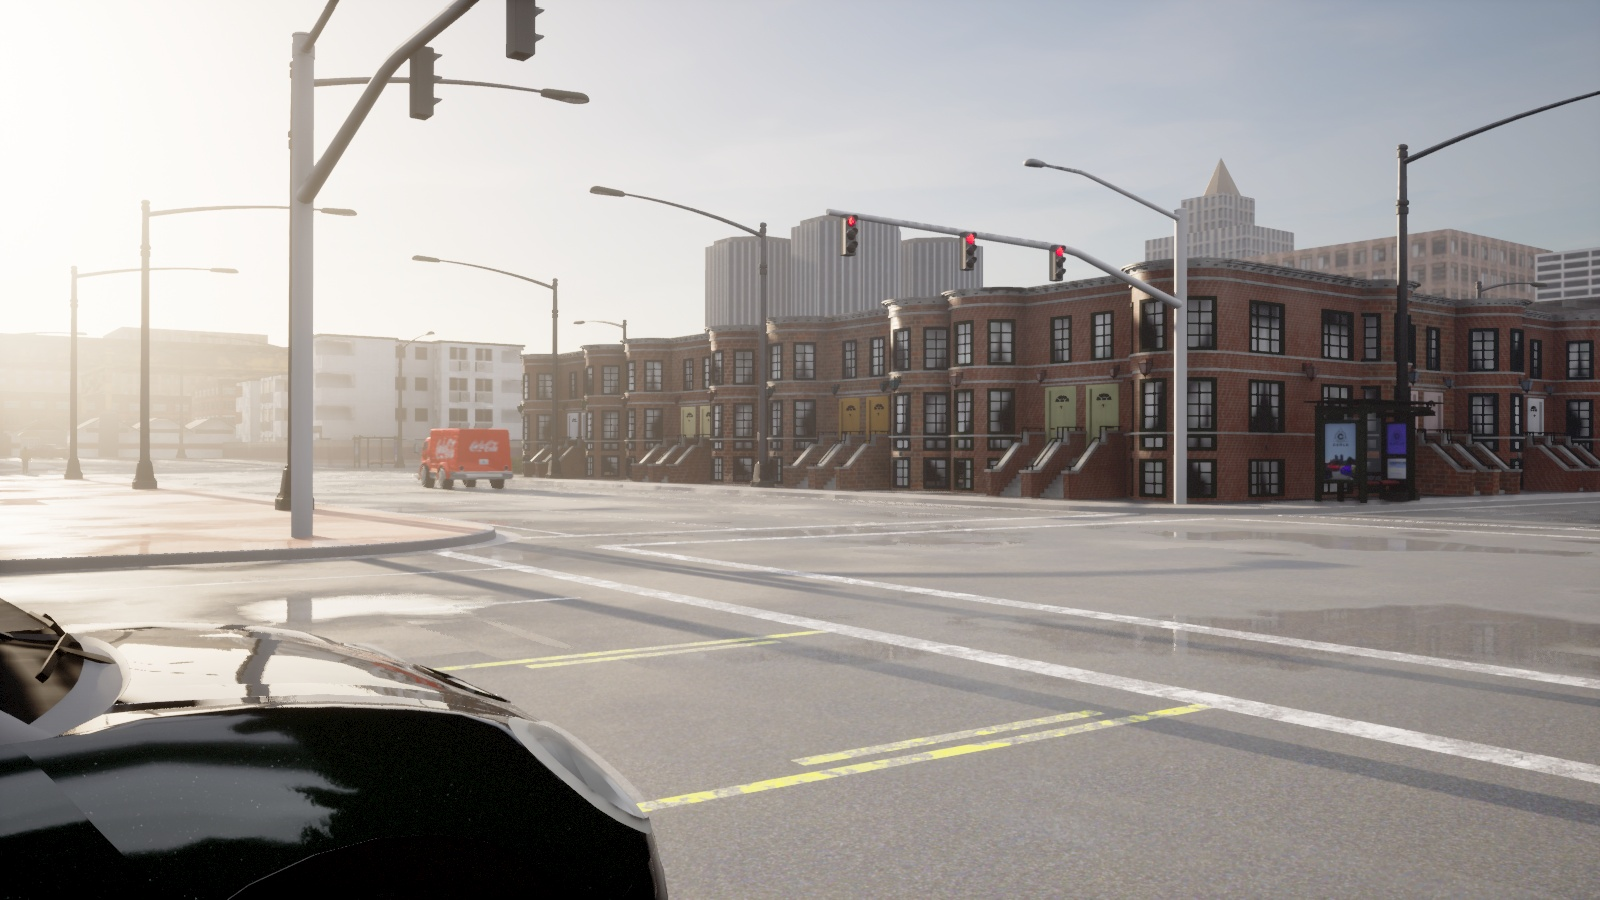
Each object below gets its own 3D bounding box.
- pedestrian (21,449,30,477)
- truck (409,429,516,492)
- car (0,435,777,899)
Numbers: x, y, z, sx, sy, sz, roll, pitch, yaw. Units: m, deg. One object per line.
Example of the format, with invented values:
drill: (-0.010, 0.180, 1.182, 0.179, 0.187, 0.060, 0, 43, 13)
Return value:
pedestrian: (-50.608, 0.838, 82.072, 0.431, 1.840, 0.709, 0, 0, -40)
truck: (-13.953, 0.414, 51.692, 2.627, 2.467, 5.204, 0, 0, -35)
car: (-2.171, 0.720, 2.205, 3.806, 1.475, 1.970, 0, 0, -35)
